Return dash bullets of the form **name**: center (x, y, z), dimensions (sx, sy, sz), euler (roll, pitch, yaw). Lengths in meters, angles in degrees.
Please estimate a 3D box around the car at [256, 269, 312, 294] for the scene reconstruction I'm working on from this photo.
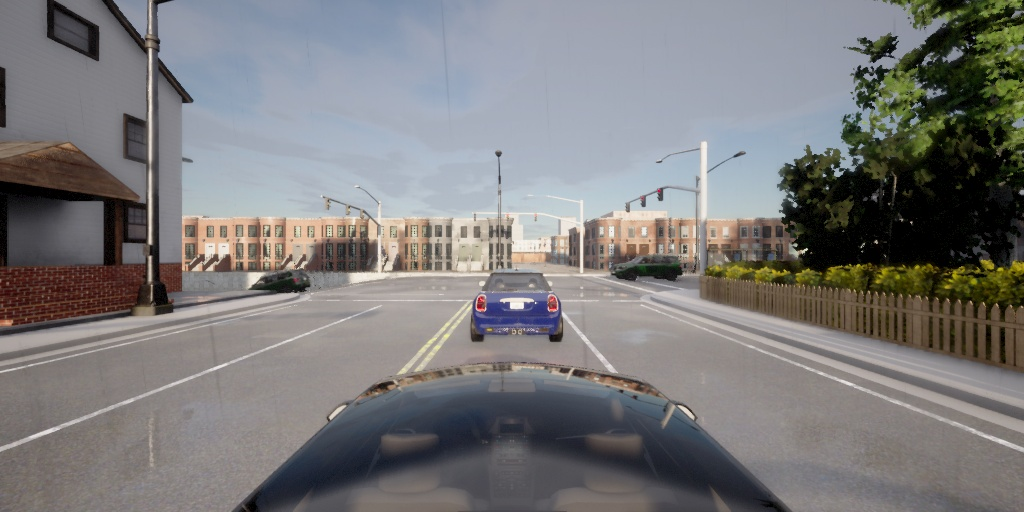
- **car**: center (-19.624, 2.597, 29.528), dimensions (5.566, 2.045, 2.150), euler (-13, 1, 0)

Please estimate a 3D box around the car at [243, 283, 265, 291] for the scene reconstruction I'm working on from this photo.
- **car**: center (-20.967, 3.363, 25.817), dimensions (4.718, 1.301, 1.895), euler (-13, 1, 0)

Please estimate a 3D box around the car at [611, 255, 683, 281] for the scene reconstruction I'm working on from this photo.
- **car**: center (11.003, 0.971, 29.303), dimensions (5.566, 2.045, 2.150), euler (0, 0, -5)

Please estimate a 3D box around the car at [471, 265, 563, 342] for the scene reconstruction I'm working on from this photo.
- **car**: center (0.109, 1.102, 9.948), dimensions (2.097, 1.767, 4.553), euler (0, 0, 0)
